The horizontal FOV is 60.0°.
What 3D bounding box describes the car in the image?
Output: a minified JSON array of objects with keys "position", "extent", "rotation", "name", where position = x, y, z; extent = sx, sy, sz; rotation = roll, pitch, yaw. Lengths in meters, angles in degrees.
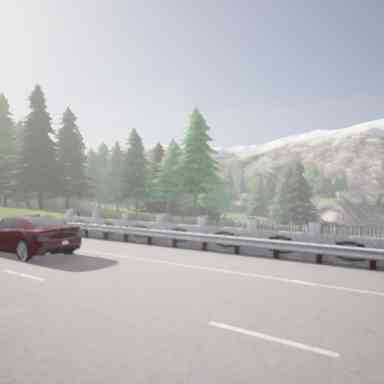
[{"position":[-6.338,1.609,12.780],"extent":[5.008,1.535,1.882],"rotation":[-1,0,35],"name":"car"}]
